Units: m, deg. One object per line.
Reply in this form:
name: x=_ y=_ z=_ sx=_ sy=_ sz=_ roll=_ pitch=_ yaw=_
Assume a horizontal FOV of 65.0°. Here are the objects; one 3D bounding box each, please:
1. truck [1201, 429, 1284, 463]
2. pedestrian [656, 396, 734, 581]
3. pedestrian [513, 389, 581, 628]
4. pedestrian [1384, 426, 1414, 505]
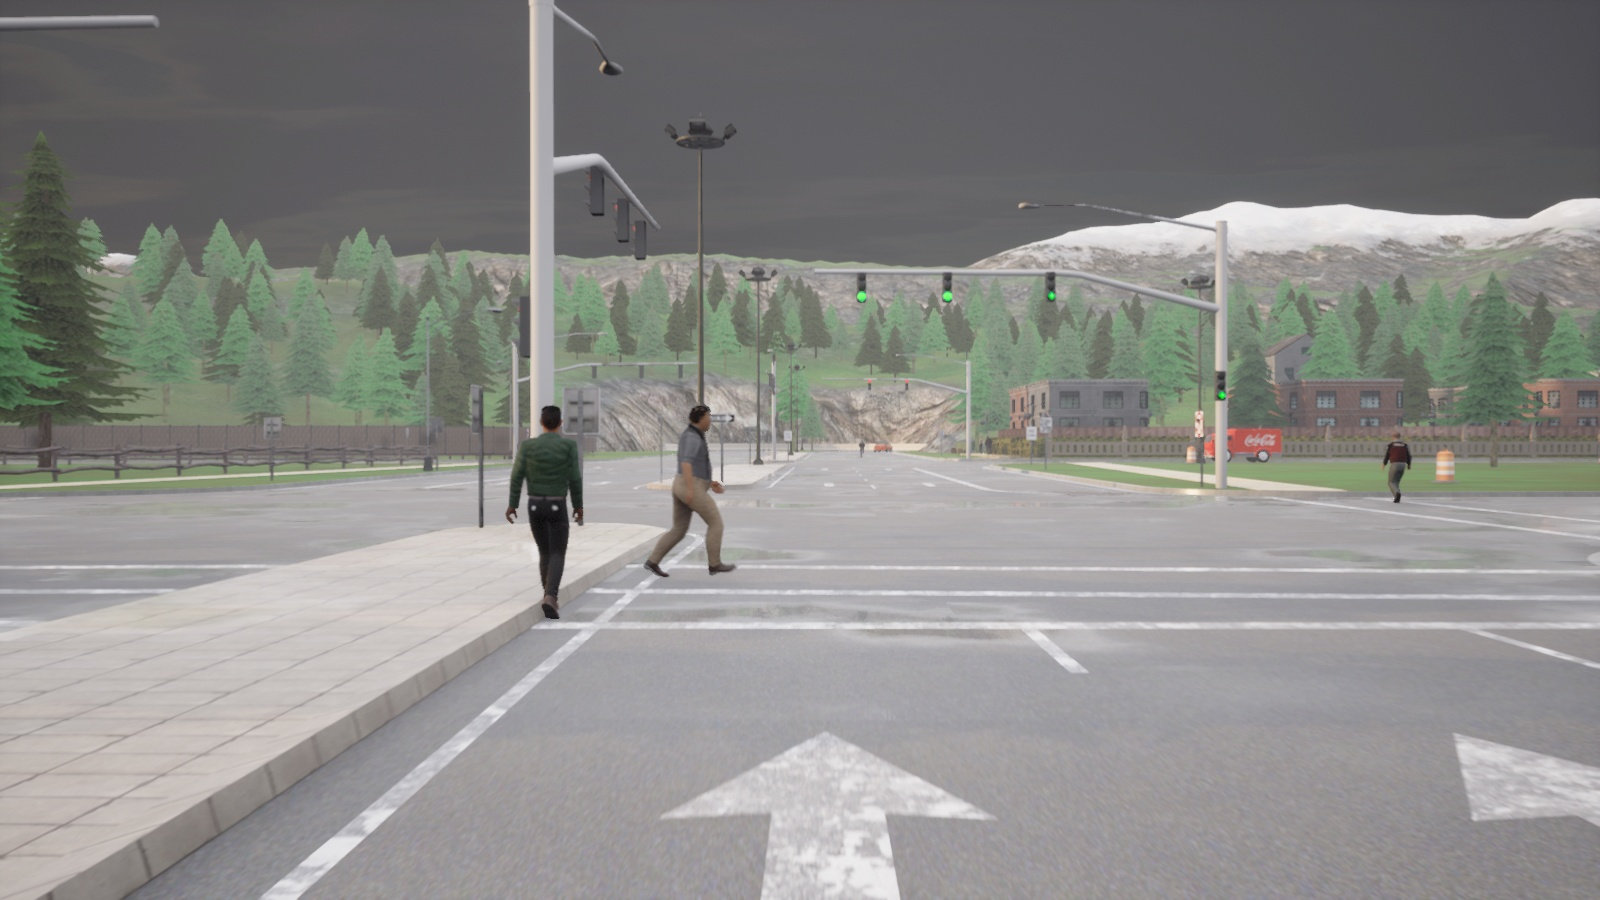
truck: x=32.501 y=-0.285 z=92.412 sx=5.204 sy=2.467 sz=2.627 roll=0 pitch=0 yaw=1
pedestrian: x=-1.081 y=0.383 z=12.882 sx=0.694 sy=1.848 sz=0.540 roll=0 pitch=0 yaw=-17
pedestrian: x=-2.131 y=0.473 z=10.635 sx=0.423 sy=1.949 sz=0.788 roll=0 pitch=0 yaw=-1
pedestrian: x=14.230 y=0.371 z=29.841 sx=0.376 sy=1.854 sz=0.720 roll=0 pitch=0 yaw=2
